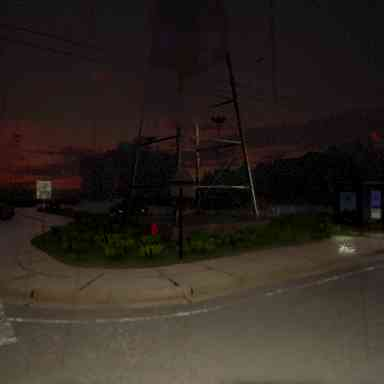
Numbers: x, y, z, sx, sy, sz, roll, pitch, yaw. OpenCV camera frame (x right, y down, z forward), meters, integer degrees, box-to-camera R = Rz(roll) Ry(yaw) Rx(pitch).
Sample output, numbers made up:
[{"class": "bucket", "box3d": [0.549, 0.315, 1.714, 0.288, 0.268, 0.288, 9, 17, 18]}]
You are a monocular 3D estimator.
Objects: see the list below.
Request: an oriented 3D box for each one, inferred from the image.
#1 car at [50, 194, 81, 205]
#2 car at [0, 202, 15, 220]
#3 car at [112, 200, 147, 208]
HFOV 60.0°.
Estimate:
[{"class": "car", "box3d": [-19.988, 1.305, 52.591, 4.605, 1.855, 1.932, 0, 0, -36]}, {"class": "car", "box3d": [-16.253, 1.501, 25.995, 4.193, 1.474, 1.816, 0, 0, -36]}, {"class": "car", "box3d": [-6.573, 1.516, 34.553, 3.905, 1.438, 1.784, 0, 0, -36]}]
